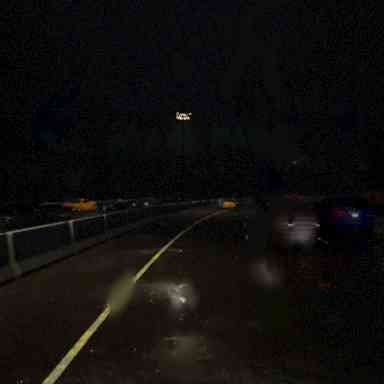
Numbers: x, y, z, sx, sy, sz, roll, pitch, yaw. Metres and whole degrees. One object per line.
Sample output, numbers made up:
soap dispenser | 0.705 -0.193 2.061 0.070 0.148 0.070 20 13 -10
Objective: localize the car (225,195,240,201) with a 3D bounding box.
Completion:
car | 9.600 1.408 78.033 1.837 1.490 4.892 0 0 27

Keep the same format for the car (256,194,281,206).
car | 8.582 1.442 37.137 2.097 1.767 4.553 0 0 14

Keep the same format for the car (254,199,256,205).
car | 12.592 1.649 60.466 1.837 1.490 4.892 0 0 24

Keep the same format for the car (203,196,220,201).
car | 5.080 1.600 76.997 1.837 1.490 4.892 0 0 27

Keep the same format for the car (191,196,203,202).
car | 1.612 1.652 77.916 1.837 1.490 4.892 0 0 27

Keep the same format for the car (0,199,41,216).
car | -17.541 1.506 33.692 1.882 1.535 5.008 0 0 12

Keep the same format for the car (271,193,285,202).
car | 18.622 1.253 72.824 2.150 2.045 5.566 0 0 29

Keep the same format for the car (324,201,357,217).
car | 14.799 1.644 33.439 2.033 1.411 5.357 0 0 14

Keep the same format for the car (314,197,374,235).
car | 8.553 1.277 19.340 2.150 2.045 5.566 0 0 8

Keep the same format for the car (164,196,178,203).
car | -4.796 1.608 72.723 1.882 1.535 5.008 0 0 24

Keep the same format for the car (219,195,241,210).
car | 5.309 1.552 43.737 1.801 1.575 5.366 0 0 17

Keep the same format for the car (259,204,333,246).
car | 4.567 1.531 15.402 2.128 1.511 4.902 0 0 6

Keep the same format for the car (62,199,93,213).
car | -12.951 1.525 38.329 1.882 1.535 5.008 0 0 14

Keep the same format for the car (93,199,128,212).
car | -9.134 1.550 39.189 2.128 1.511 4.902 0 0 14

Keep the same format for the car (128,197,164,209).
car | -5.422 1.418 39.631 2.097 1.767 4.553 0 0 15
